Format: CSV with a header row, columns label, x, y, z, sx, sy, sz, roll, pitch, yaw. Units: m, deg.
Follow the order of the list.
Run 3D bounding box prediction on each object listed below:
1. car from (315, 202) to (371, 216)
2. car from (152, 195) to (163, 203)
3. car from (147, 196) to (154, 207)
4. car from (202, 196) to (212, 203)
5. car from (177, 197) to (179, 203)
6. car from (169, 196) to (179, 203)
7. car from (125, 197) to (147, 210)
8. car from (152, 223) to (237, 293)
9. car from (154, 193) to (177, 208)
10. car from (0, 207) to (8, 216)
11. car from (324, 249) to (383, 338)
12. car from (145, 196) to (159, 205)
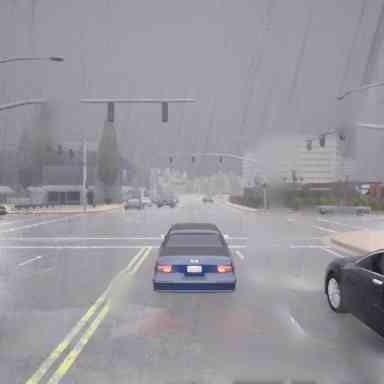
label,x,y,z,sx,sy,sz,roll,pitch,yaw
car,14.355,1.601,31.910,4.718,1.301,1.895,0,0,1
car,-7.205,1.500,70.629,1.837,1.490,4.892,0,0,0
car,-7.241,1.526,51.012,1.812,1.442,4.674,0,0,0
car,3.329,1.557,72.314,1.994,1.385,4.181,0,0,0
car,-3.748,1.526,58.108,1.812,1.442,4.674,0,0,0
car,-3.708,1.505,68.259,1.837,1.490,4.892,0,0,0
car,-7.221,1.526,42.056,1.812,1.442,4.674,0,0,0
car,0.056,1.547,8.993,2.033,1.411,5.357,0,0,0
car,-3.726,1.221,48.351,2.150,2.045,5.566,0,0,0
car,-18.327,1.547,27.530,5.357,1.411,2.033,0,0,-3
car,3.548,1.505,4.746,1.837,1.490,4.892,0,0,0
car,-7.245,1.505,60.577,1.837,1.490,4.892,0,0,0
